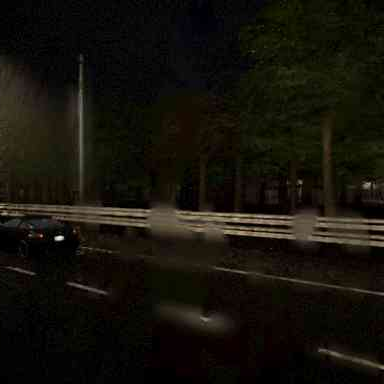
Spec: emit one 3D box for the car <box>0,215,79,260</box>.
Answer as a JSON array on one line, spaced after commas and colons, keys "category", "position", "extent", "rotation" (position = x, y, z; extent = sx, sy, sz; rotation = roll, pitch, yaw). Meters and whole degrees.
[{"category": "car", "position": [-6.191, 1.564, 12.598], "extent": [4.181, 1.385, 1.994], "rotation": [0, 0, 36]}]
